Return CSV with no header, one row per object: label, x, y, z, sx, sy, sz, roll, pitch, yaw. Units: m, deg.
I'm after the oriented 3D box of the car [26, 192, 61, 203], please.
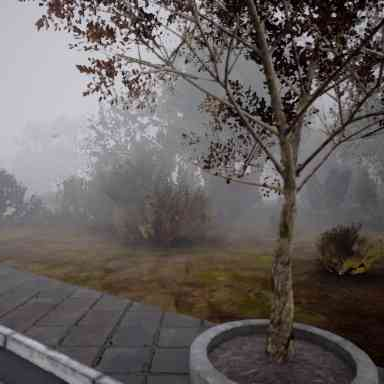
car,-18.424,0.958,41.890,2.150,2.045,5.566,1,0,32
